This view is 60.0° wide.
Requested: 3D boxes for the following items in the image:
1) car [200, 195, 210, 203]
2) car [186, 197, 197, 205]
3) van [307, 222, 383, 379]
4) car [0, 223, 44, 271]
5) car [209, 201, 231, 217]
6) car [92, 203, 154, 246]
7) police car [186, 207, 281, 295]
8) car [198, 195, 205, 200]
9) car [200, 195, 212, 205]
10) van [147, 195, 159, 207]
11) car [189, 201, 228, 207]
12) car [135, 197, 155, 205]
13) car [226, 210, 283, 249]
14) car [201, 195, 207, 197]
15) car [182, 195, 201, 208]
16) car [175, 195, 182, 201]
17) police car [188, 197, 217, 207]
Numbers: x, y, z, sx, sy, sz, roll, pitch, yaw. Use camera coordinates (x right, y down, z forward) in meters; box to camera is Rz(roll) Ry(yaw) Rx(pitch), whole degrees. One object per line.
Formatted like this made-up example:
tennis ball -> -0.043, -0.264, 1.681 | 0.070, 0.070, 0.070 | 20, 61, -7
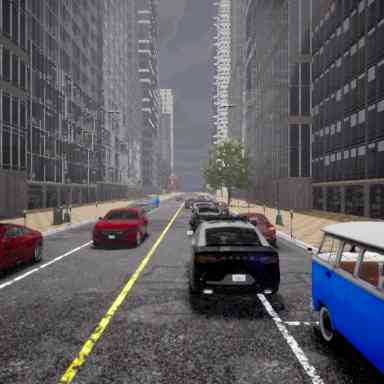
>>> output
car -> 2.574, 1.403, 66.381 | 1.967, 1.590, 4.097 | 0, 0, 0
car -> -0.106, 1.573, 60.386 | 1.895, 1.301, 4.718 | 0, 0, 0
van -> 2.685, 1.341, 3.765 | 1.690, 1.788, 3.998 | 0, 0, 0
car -> -5.706, 1.582, 9.444 | 1.802, 1.307, 4.206 | 0, 0, 0
car -> 2.635, 1.582, 32.226 | 1.802, 1.307, 4.206 | 0, 0, 0
car -> -3.126, 1.477, 15.419 | 1.882, 1.535, 5.008 | 0, 0, 0
police car -> 0.886, 1.425, 8.890 | 1.930, 1.638, 5.238 | 0, 0, 0
car -> 2.534, 1.465, 89.151 | 1.887, 1.381, 4.507 | 0, 0, 0
car -> 2.585, 1.412, 60.689 | 1.967, 1.590, 4.097 | 0, 0, 0
van -> -5.776, 1.330, 49.292 | 1.690, 1.788, 3.998 | 0, 0, 0
car -> 0.868, 1.505, 18.780 | 1.837, 1.490, 4.892 | 0, 0, 0
car -> -5.756, 1.549, 37.907 | 2.008, 1.369, 4.403 | 0, 0, 0
car -> 2.665, 1.582, 15.148 | 1.802, 1.307, 4.206 | 0, 0, 0
car -> 2.605, 1.539, 49.304 | 2.008, 1.369, 4.403 | 0, 0, 0
car -> -0.069, 1.517, 46.397 | 1.812, 1.442, 4.674 | 0, 0, 0
car -> -3.142, 1.486, 80.132 | 2.033, 1.411, 5.357 | 0, 0, 0
police car -> 0.858, 1.425, 24.890 | 1.930, 1.638, 5.238 | 0, 0, 0
